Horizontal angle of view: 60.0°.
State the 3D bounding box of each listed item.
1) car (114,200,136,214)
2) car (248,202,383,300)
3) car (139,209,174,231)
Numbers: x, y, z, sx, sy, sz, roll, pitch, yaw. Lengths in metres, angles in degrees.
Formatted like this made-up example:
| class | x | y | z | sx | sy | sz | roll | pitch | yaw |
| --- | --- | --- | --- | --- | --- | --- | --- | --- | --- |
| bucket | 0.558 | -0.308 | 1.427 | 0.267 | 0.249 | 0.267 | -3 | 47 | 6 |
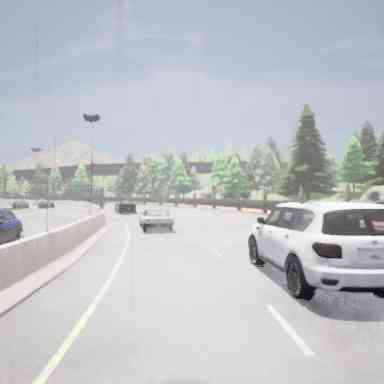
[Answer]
| class | x | y | z | sx | sy | sz | roll | pitch | yaw |
| --- | --- | --- | --- | --- | --- | --- | --- | --- | --- |
| car | -7.855 | 1.694 | 38.860 | 1.882 | 1.535 | 5.008 | 0 | 0 | -22 |
| car | 3.099 | 1.258 | 8.688 | 2.150 | 2.045 | 5.566 | 0 | 0 | -5 |
| car | -2.412 | 1.717 | 21.627 | 1.895 | 1.301 | 4.718 | 0 | 0 | -12 |
